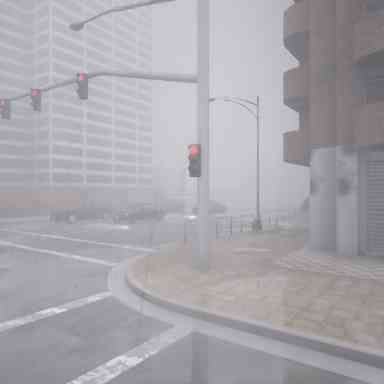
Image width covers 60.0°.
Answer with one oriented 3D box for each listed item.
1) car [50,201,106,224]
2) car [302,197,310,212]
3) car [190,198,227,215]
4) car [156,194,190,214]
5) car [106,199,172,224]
[{"bbox_3d":[-8.223,1.478,25.253,1.882,1.535,5.008,0,0,35],"label":"car"},{"bbox_3d":[14.413,1.352,38.755,2.097,1.767,4.553,0,0,35],"label":"car"},{"bbox_3d":[1.770,1.564,33.298,1.994,1.385,4.181,0,0,36],"label":"car"},{"bbox_3d":[-2.651,1.352,33.124,2.097,1.767,4.553,0,0,35],"label":"car"},{"bbox_3d":[-3.922,1.526,25.242,1.812,1.442,4.674,0,0,35],"label":"car"}]
